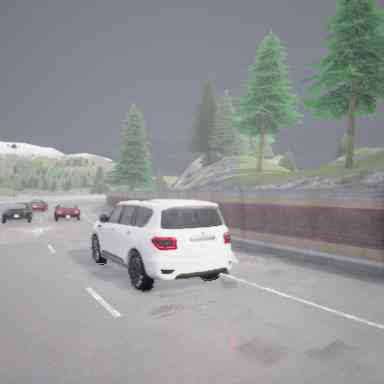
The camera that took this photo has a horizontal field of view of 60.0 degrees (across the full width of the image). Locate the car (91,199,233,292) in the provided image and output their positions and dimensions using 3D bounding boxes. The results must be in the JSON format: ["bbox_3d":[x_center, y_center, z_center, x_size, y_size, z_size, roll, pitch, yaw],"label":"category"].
[{"bbox_3d":[-1.165,1.221,9.367,2.150,2.045,5.566,0,0,-31],"label":"car"}]

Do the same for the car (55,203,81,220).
[{"bbox_3d":[-10.445,1.600,27.767,1.895,1.301,4.718,0,0,-23],"label":"car"}]

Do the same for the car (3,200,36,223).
[{"bbox_3d":[-13.295,1.524,25.621,1.812,1.442,4.674,0,0,-23],"label":"car"}]

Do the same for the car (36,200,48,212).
[{"bbox_3d":[-17.922,1.562,38.601,1.994,1.385,4.181,0,0,-17],"label":"car"}]
